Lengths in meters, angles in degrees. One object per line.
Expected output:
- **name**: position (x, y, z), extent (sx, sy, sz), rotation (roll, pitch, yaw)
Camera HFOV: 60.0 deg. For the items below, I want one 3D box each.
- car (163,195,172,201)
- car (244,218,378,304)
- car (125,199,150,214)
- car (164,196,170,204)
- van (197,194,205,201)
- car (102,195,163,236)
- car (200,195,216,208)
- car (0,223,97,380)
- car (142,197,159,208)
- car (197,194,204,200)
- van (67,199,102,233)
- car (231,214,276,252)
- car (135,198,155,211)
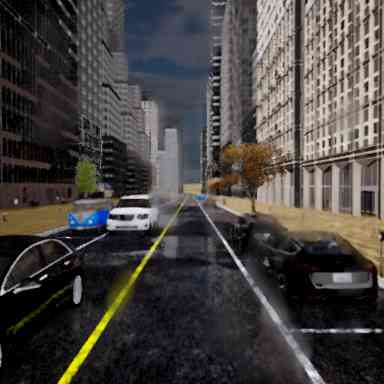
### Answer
- **car**: position (-5.963, 1.547, 81.066), extent (2.008, 1.369, 4.403), rotation (-1, 0, 0)
- **car**: position (2.658, 1.553, 7.968), extent (1.947, 1.339, 4.313), rotation (-1, 0, 0)
- **car**: position (-5.815, 1.533, 36.065), extent (2.008, 1.369, 4.403), rotation (-1, 0, 0)
- **car**: position (-5.907, 1.531, 64.190), extent (1.887, 1.381, 4.507), rotation (-1, 0, 0)
- **van**: position (2.413, 1.325, 81.094), extent (1.690, 1.788, 3.998), rotation (-1, 0, 0)
- **car**: position (-3.136, 1.209, 18.780), extent (2.150, 2.045, 5.566), rotation (0, 0, 0)
- **car**: position (2.529, 1.552, 47.344), extent (1.802, 1.307, 4.206), rotation (-1, 0, 0)
- **car**: position (-3.112, 1.504, 5.084), extent (1.837, 1.490, 4.892), rotation (0, 0, 0)
- **car**: position (-5.852, 1.527, 47.316), extent (1.887, 1.381, 4.507), rotation (-1, 0, 0)
- **car**: position (2.378, 1.434, 92.343), extent (1.967, 1.590, 4.097), rotation (-1, 0, 0)
- **van**: position (-5.763, 1.331, 19.190), extent (1.690, 1.788, 3.998), rotation (-1, 0, 0)
- **car**: position (2.639, 1.548, 13.593), extent (1.947, 1.339, 4.313), rotation (-1, 0, 0)
- **car**: position (-5.833, 1.507, 41.521), extent (1.752, 1.417, 4.829), rotation (-1, 0, 0)
